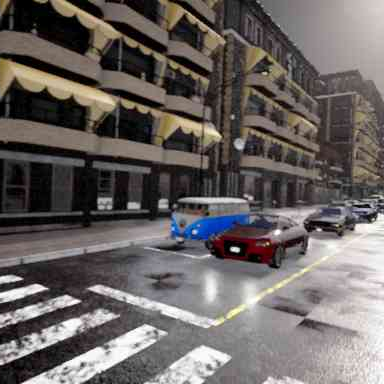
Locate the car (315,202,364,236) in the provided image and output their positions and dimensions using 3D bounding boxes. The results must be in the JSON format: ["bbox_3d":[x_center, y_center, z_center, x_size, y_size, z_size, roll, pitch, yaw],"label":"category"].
[{"bbox_3d":[7.811,1.491,18.472,2.033,1.411,5.357,3,1,36],"label":"car"}]

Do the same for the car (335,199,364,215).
[{"bbox_3d":[17.008,1.557,35.761,2.008,1.369,4.403,4,2,36],"label":"car"}]

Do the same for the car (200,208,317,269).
[{"bbox_3d":[2.351,1.432,10.858,1.994,1.385,4.181,3,1,35],"label":"car"}]

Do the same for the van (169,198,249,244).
[{"bbox_3d":[0.810,1.121,13.112,1.690,1.788,3.998,4,2,36],"label":"van"}]

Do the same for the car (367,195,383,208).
[{"bbox_3d":[29.986,1.507,53.871,2.192,1.841,5.009,4,2,36],"label":"car"}]

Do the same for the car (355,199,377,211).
[{"bbox_3d":[23.490,1.664,44.819,1.947,1.339,4.313,4,2,36],"label":"car"}]

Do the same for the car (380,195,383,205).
[{"bbox_3d":[39.710,1.649,67.457,2.192,1.841,5.009,4,2,36],"label":"car"}]

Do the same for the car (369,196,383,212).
[{"bbox_3d":[22.581,1.558,38.938,2.097,1.767,4.553,3,1,36],"label":"car"}]

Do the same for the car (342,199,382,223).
[{"bbox_3d":[13.585,1.550,26.539,1.812,1.442,4.674,3,1,36],"label":"car"}]

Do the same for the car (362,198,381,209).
[{"bbox_3d":[26.635,1.669,49.208,1.752,1.417,4.829,4,2,36],"label":"car"}]
